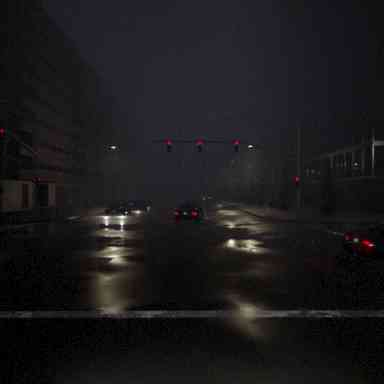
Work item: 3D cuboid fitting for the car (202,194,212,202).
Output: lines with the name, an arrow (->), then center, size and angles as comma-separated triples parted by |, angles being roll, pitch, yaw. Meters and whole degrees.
car -> 3.418, 1.355, 74.492 | 2.097, 1.767, 4.553 | 0, 0, 1

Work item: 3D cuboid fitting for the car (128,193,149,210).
car -> -7.480, 1.221, 44.042 | 2.150, 2.045, 5.566 | 0, 0, 1

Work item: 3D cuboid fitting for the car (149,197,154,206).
car -> -7.375, 1.547, 54.506 | 2.033, 1.411, 5.357 | 0, 0, 1

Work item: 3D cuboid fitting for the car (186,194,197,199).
car -> -0.079, 1.564, 64.533 | 1.994, 1.385, 4.181 | 0, 0, 0

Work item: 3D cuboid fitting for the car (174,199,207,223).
car -> -0.224, 1.561, 26.025 | 2.033, 1.411, 5.357 | 0, 1, 6

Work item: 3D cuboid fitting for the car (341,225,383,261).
car -> 7.617, 1.588, 10.401 | 5.357, 1.411, 2.033 | 1, 0, 0

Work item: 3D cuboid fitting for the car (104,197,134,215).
car -> -7.488, 1.526, 34.132 | 1.812, 1.442, 4.674 | 0, 0, 0

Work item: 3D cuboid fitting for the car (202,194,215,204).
car -> 3.419, 1.491, 64.627 | 2.128, 1.511, 4.902 | 0, 0, 1
